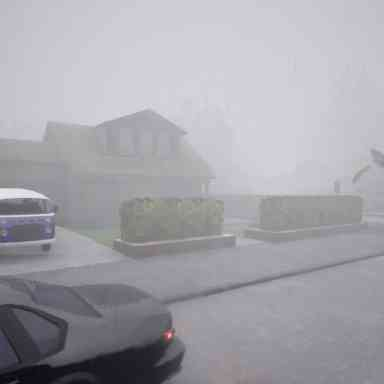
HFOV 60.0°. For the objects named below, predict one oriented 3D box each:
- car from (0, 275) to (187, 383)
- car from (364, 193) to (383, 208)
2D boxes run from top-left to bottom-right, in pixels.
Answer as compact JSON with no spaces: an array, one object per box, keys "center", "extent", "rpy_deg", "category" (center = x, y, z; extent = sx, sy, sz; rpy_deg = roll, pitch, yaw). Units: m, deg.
[{"center":[-2.635,1.547,2.746],"extent":[5.357,1.411,2.033],"rpy_deg":[0,0,-35],"category":"car"},{"center":[23.130,0.985,40.297],"extent":[3.866,1.878,1.905],"rpy_deg":[0,0,0],"category":"car"}]
